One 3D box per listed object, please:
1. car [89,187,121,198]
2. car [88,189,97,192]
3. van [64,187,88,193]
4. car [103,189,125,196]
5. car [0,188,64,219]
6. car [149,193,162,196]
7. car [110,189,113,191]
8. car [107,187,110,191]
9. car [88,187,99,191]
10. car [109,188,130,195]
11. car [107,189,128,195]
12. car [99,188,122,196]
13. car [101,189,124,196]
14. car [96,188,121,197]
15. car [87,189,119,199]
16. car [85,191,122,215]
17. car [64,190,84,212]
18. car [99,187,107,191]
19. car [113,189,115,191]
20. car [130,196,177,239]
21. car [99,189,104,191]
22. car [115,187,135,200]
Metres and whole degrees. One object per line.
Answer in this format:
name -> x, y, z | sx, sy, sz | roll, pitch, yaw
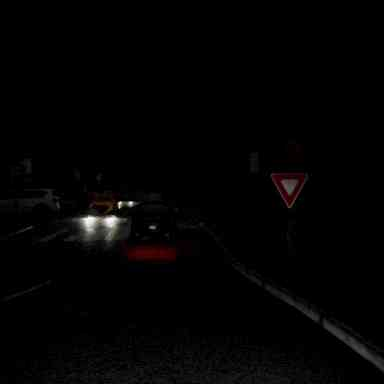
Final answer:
car -> -16.892, 0.028, 64.353 | 5.566, 2.045, 2.435 | -2, 1, -27
car -> -13.733, 0.765, 37.494 | 5.008, 1.535, 2.097 | -1, 2, -27
van -> -13.489, 0.599, 34.453 | 4.442, 1.987, 1.878 | -1, 2, -27
car -> -18.663, 0.079, 79.238 | 4.674, 1.452, 2.002 | -1, 1, -27
car -> -11.960, 0.799, 22.560 | 5.566, 2.045, 2.435 | -1, 2, -27
car -> -4.052, 0.832, 36.649 | 1.812, 1.442, 4.674 | 0, 1, -7
car -> -15.478, 0.517, 52.426 | 4.792, 1.488, 2.163 | -1, 1, -27
car -> -15.120, 0.416, 49.431 | 4.553, 1.767, 2.185 | -1, 2, -27
car -> -14.129, 0.584, 40.469 | 4.553, 1.767, 2.185 | -1, 1, -27
car -> -19.934, -0.149, 91.235 | 5.366, 1.575, 1.946 | -1, 1, -27
car -> -19.744, -0.096, 88.172 | 4.892, 1.521, 2.231 | -1, 1, -27
car -> -17.984, 0.008, 73.263 | 4.553, 1.767, 2.185 | -1, 1, -27
car -> -18.279, 0.114, 76.271 | 4.792, 1.488, 2.163 | -1, 1, -27
car -> -17.632, 0.056, 70.282 | 4.553, 1.767, 2.185 | -1, 1, -27
car -> -16.385, 0.324, 61.439 | 5.366, 1.575, 1.946 | -1, 1, -27
car -> -7.218, 0.953, 27.493 | 1.882, 1.535, 5.008 | 0, 1, -7
car -> -12.500, 0.929, 28.635 | 5.366, 1.575, 1.946 | -1, 1, -27
car -> -14.770, 0.471, 46.451 | 4.553, 1.767, 2.185 | -1, 2, -27
car -> -15.829, 0.182, 55.400 | 5.566, 2.045, 2.435 | -1, 1, -27
car -> -1.711, 1.188, 15.436 | 1.882, 1.535, 5.008 | 0, 1, -4
car -> -14.449, 0.693, 43.463 | 4.674, 1.452, 2.002 | -1, 1, -27
car -> -9.859, 0.252, 50.257 | 2.150, 2.045, 5.566 | 0, 1, -7
